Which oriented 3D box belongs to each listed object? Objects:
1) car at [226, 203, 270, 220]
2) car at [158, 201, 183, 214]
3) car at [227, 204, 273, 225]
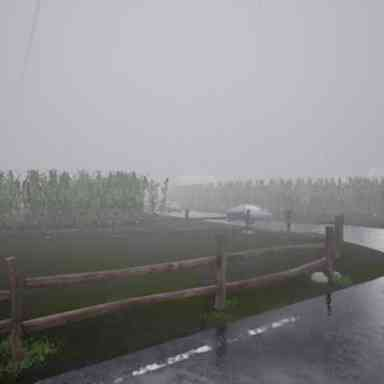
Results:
[{"bbox_3d":[5.205,1.807,31.306,1.994,1.385,4.181,0,-1,-26],"label":"car"},{"bbox_3d":[-2.789,1.900,41.494,1.837,1.490,4.892,0,0,-25],"label":"car"},{"bbox_3d":[4.430,1.733,26.157,1.812,1.442,4.674,0,0,-25],"label":"car"}]
